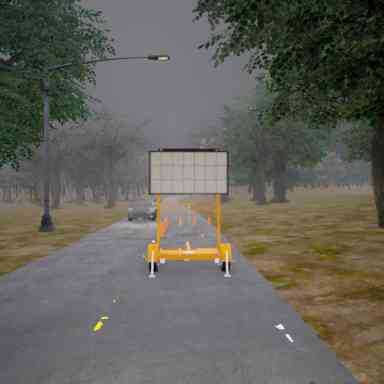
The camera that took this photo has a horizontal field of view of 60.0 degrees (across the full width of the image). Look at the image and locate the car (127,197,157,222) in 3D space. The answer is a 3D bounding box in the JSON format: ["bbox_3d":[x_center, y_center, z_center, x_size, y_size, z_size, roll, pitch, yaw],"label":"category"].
[{"bbox_3d":[-3.922,1.391,26.895,2.097,1.767,4.553,0,0,-3],"label":"car"}]

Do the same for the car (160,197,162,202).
[{"bbox_3d":[-8.331,1.916,82.178,1.895,1.301,4.718,0,0,-5],"label":"car"}]

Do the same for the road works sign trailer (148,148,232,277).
[{"bbox_3d":[-0.099,0.474,10.234,2.380,3.560,2.880,0,0,-2],"label":"road works sign trailer"}]
